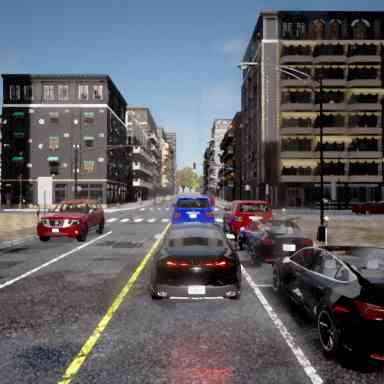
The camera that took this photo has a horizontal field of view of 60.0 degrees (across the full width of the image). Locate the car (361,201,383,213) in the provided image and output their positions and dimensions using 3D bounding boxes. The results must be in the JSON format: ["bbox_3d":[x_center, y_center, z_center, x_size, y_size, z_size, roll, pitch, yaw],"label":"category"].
[{"bbox_3d":[22.669,1.743,39.488,4.313,1.339,1.947,0,-1,0],"label":"car"}]

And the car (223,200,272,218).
[{"bbox_3d":[2.729,1.322,16.670,2.192,1.841,5.009,1,0,0],"label":"car"}]

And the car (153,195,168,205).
[{"bbox_3d":[-5.996,1.578,60.352,2.008,1.369,4.403,1,0,0],"label":"car"}]

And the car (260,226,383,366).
[{"bbox_3d":[2.687,1.568,5.795,1.947,1.339,4.313,1,0,0],"label":"car"}]

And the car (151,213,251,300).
[{"bbox_3d":[0.075,1.508,8.388,1.837,1.490,4.892,0,0,0],"label":"car"}]

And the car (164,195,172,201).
[{"bbox_3d":[-5.947,1.564,82.966,1.752,1.417,4.829,1,0,0],"label":"car"}]

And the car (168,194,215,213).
[{"bbox_3d":[0.042,1.229,18.304,2.150,2.045,5.566,0,0,0],"label":"car"}]

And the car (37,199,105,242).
[{"bbox_3d":[-5.798,1.322,16.636,2.192,1.841,5.009,1,0,0],"label":"car"}]

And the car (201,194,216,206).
[{"bbox_3d":[2.660,1.339,54.745,2.192,1.841,5.009,1,0,0],"label":"car"}]

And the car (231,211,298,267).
[{"bbox_3d":[2.669,1.570,11.234,1.947,1.339,4.313,1,0,0],"label":"car"}]

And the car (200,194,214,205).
[{"bbox_3d":[2.632,1.342,60.445,2.192,1.841,5.009,1,0,0],"label":"car"}]

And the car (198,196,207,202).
[{"bbox_3d":[2.451,1.601,77.529,1.947,1.339,4.313,1,0,0],"label":"car"}]

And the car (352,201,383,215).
[{"bbox_3d":[17.183,1.581,31.079,4.206,1.307,1.802,0,-1,0],"label":"car"}]
